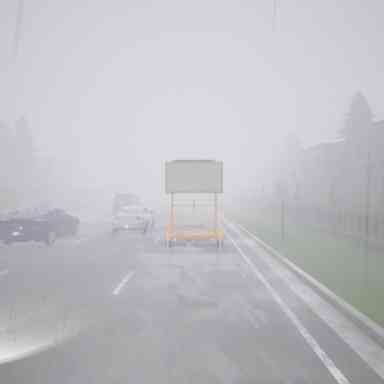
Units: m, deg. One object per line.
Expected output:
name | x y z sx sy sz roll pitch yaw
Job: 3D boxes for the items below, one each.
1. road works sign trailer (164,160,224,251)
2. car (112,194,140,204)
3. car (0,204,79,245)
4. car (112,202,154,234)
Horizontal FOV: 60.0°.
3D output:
road works sign trailer | 0.086 0.452 14.028 2.380 3.560 2.880 0 0 0
car | -6.715 1.193 34.518 2.150 2.045 5.566 0 0 0
car | -6.808 1.465 15.408 1.882 1.535 5.008 0 0 0
car | -3.301 1.510 19.100 1.812 1.442 4.674 0 0 0
